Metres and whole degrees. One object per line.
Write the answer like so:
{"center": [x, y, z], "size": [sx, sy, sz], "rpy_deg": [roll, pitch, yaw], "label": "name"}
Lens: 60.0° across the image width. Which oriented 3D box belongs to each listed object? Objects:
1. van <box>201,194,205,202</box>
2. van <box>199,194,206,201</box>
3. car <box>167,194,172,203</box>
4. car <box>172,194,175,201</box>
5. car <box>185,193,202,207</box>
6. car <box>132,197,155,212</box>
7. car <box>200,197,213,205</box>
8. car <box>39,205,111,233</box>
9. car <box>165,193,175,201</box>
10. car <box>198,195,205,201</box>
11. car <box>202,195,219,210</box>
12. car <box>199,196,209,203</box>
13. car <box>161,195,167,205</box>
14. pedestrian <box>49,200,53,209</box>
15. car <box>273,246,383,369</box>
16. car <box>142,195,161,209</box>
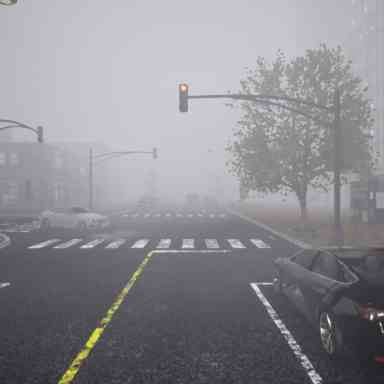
{"center": [2.624, 1.347, 49.325], "size": [1.690, 1.788, 3.998], "rpy_deg": [0, 0, 0], "label": "van"}
{"center": [2.576, 1.352, 82.631], "size": [1.690, 1.788, 3.998], "rpy_deg": [0, 0, 0], "label": "van"}
{"center": [-5.789, 1.535, 71.344], "size": [1.752, 1.417, 4.829], "rpy_deg": [0, 0, 0], "label": "car"}
{"center": [-5.806, 1.562, 82.616], "size": [2.008, 1.369, 4.403], "rpy_deg": [0, 0, 0], "label": "car"}
{"center": [0.023, 1.228, 53.164], "size": [2.150, 2.045, 5.566], "rpy_deg": [0, 0, 0], "label": "car"}
{"center": [-5.741, 1.586, 38.208], "size": [1.802, 1.307, 4.206], "rpy_deg": [0, 0, 0], "label": "car"}
{"center": [2.607, 1.558, 60.427], "size": [2.008, 1.369, 4.403], "rpy_deg": [0, 0, 0], "label": "car"}
{"center": [-6.934, 1.512, 19.533], "size": [4.674, 1.442, 1.812], "rpy_deg": [1, -1, 27], "label": "car"}
{"center": [-5.813, 1.328, 88.167], "size": [2.192, 1.841, 5.009], "rpy_deg": [0, 0, 0], "label": "car"}
{"center": [2.567, 1.538, 88.352], "size": [1.752, 1.417, 4.829], "rpy_deg": [0, 0, 0], "label": "car"}
{"center": [2.631, 1.530, 43.943], "size": [1.752, 1.417, 4.829], "rpy_deg": [0, 0, 0], "label": "car"}
{"center": [2.591, 1.575, 71.529], "size": [1.947, 1.339, 4.313], "rpy_deg": [0, 0, 0], "label": "car"}
{"center": [-5.765, 1.557, 54.861], "size": [2.008, 1.369, 4.403], "rpy_deg": [0, 0, 0], "label": "car"}
{"center": [-12.792, 1.320, 30.201], "size": [0.375, 1.300, 0.375], "rpy_deg": [0, -1, -1], "label": "pedestrian"}
{"center": [2.687, 1.566, 5.744], "size": [1.947, 1.339, 4.313], "rpy_deg": [0, 0, 0], "label": "car"}
{"center": [-5.748, 1.320, 43.759], "size": [2.192, 1.841, 5.009], "rpy_deg": [0, 0, 0], "label": "car"}
